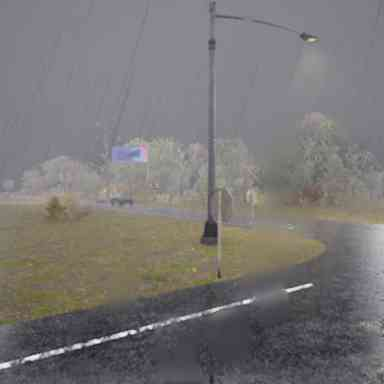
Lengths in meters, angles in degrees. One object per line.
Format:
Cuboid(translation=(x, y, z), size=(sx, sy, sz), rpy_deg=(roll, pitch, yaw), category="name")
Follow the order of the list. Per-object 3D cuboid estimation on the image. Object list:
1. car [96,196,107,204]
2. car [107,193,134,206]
Cuboid(translation=(-16.137, 1.402, 61.024), size=(2.128, 1.511, 4.902), rpy_deg=(0, 0, -34), category="car")
Cuboid(translation=(-11.351, 1.147, 53.890), size=(2.150, 2.045, 5.566), rpy_deg=(0, 0, -33), category="car")
